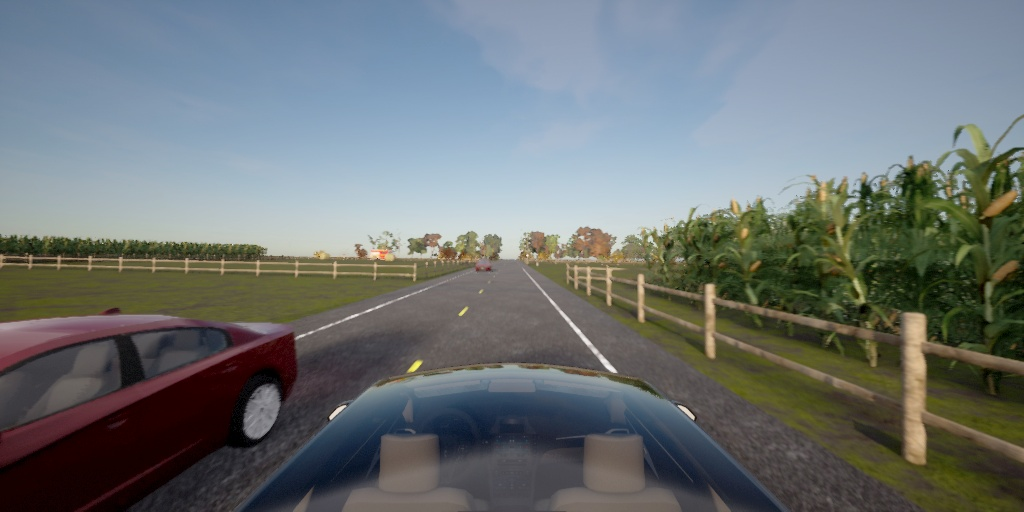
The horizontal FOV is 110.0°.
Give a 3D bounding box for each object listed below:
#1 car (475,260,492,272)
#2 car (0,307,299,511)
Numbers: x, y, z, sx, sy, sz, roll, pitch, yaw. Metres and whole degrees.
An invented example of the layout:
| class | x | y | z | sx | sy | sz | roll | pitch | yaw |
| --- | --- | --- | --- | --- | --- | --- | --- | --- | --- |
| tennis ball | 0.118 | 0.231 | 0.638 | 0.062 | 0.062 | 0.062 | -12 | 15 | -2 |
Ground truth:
| class | x | y | z | sx | sy | sz | roll | pitch | yaw |
| --- | --- | --- | --- | --- | --- | --- | --- | --- | --- |
| car | -3.570 | 1.244 | 45.818 | 1.882 | 1.535 | 5.008 | 0 | 0 | 0 |
| car | -3.600 | 1.228 | 2.402 | 1.882 | 1.535 | 5.008 | 0 | 0 | 0 |
